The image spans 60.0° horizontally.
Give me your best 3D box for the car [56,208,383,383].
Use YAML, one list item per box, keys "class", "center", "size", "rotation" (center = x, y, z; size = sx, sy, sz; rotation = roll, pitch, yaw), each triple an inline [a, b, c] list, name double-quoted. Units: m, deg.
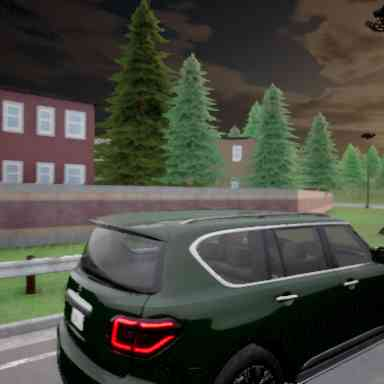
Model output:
- class: "car"
  center: [1.121, 1.253, 4.595]
  size: [5.566, 2.045, 2.150]
  rotation: [1, 0, -36]
